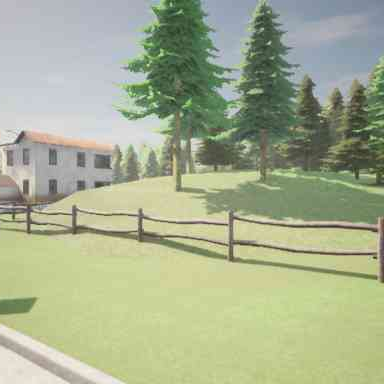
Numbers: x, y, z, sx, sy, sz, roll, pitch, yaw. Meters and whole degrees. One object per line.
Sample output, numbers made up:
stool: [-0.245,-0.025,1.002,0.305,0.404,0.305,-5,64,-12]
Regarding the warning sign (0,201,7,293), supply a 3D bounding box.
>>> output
warning sign: [-4.606,1.112,6.602,1.060,1.860,1.300,0,0,35]
